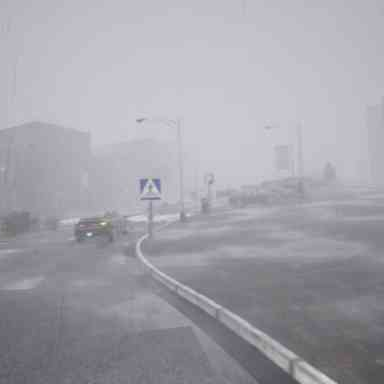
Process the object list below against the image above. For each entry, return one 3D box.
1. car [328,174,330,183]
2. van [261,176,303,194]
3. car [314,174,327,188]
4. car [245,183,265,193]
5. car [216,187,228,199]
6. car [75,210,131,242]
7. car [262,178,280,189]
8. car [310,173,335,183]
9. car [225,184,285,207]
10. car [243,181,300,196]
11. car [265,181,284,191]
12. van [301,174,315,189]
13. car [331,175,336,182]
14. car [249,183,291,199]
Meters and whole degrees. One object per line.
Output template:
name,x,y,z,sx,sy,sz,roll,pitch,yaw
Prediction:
car,22.055,-2.104,60.724,4.553,1.767,2.185,-4,2,9
van,10.413,-0.414,39.442,4.442,1.987,1.878,-4,2,9
car,17.687,-1.558,52.739,5.566,2.045,2.435,-4,2,9
car,10.951,-0.763,57.598,1.895,1.301,4.718,-4,2,29
car,5.046,0.022,46.737,1.882,1.535,5.008,-4,2,29
car,-4.712,1.748,17.988,1.837,1.490,4.892,-4,-1,3
car,15.764,-1.765,66.314,2.097,1.767,4.553,-4,2,29
car,28.005,-3.006,71.343,4.553,1.767,2.185,-4,3,9
car,5.891,0.495,31.504,4.892,1.521,2.231,-4,2,9
car,8.659,0.054,36.839,5.366,1.575,1.946,-4,3,9
car,13.965,-1.024,56.348,1.994,1.385,4.181,-4,2,29
van,14.599,-1.073,47.442,4.442,1.987,1.878,-4,3,9
car,25.226,-2.447,66.009,5.366,1.575,1.946,-4,2,9
car,7.374,0.309,34.154,4.674,1.452,2.002,-4,3,9
